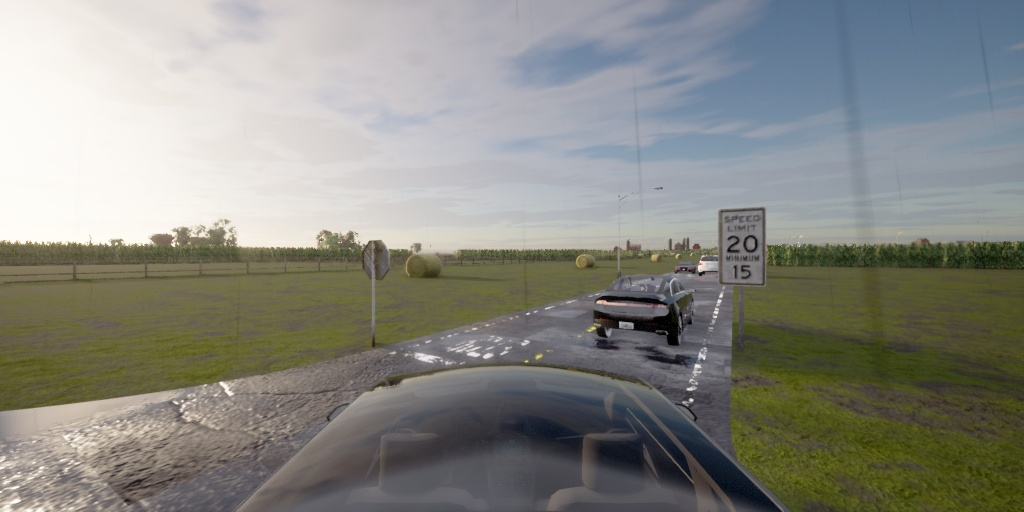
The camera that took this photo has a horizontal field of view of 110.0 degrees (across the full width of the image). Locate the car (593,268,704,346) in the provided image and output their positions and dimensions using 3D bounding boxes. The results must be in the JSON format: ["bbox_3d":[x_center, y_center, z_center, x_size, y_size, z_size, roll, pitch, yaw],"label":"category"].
[{"bbox_3d":[3.670,1.241,9.566,2.128,1.511,4.902,0,0,32],"label":"car"}]

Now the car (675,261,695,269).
[{"bbox_3d":[19.857,1.282,40.943,1.994,1.385,4.181,0,0,32],"label":"car"}]

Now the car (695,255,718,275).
[{"bbox_3d":[20.151,0.946,36.093,2.150,2.045,5.566,0,0,33],"label":"car"}]
